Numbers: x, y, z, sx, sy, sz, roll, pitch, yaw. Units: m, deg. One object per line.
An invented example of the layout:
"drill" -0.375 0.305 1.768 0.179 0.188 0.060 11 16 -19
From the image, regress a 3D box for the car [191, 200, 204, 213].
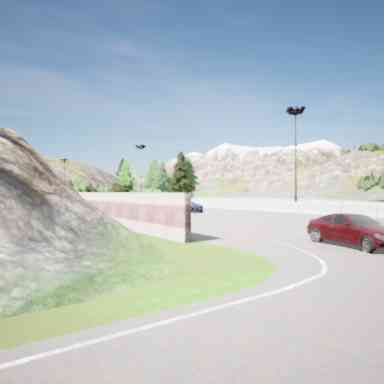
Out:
"car" -0.641 1.586 38.336 1.882 1.535 5.008 0 0 -36

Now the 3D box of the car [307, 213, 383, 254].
"car" 7.064 1.665 14.625 1.812 1.442 4.674 0 0 -20
